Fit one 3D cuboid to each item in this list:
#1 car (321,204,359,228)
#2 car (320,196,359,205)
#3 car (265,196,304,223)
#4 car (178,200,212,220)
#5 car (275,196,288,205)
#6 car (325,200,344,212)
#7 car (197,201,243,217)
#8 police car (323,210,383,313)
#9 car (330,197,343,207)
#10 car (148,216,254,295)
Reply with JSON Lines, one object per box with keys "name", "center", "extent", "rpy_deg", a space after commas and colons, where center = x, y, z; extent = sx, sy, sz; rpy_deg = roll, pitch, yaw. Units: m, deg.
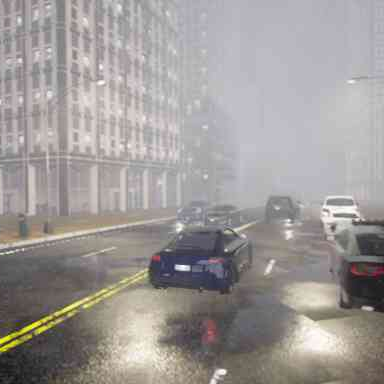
{"name": "car", "center": [7.593, 1.572, 16.729], "extent": [1.812, 1.442, 4.674], "rpy_deg": [0, 0, 21]}
{"name": "car", "center": [9.810, 1.286, 22.179], "extent": [2.150, 2.045, 5.566], "rpy_deg": [0, 0, 23]}
{"name": "car", "center": [7.362, 1.305, 26.778], "extent": [2.150, 2.045, 5.566], "rpy_deg": [0, 0, 24]}
{"name": "car", "center": [0.543, 1.457, 27.846], "extent": [2.097, 1.767, 4.553], "rpy_deg": [0, 0, 23]}
{"name": "car", "center": [17.402, 1.660, 64.664], "extent": [1.882, 1.535, 5.008], "rpy_deg": [0, 0, 22]}
{"name": "car", "center": [17.741, 1.710, 41.346], "extent": [1.895, 1.301, 4.718], "rpy_deg": [0, 0, 26]}
{"name": "car", "center": [2.256, 1.592, 23.571], "extent": [1.837, 1.490, 4.892], "rpy_deg": [0, 0, 23]}
{"name": "police car", "center": [4.260, 1.443, 7.680], "extent": [1.930, 1.638, 5.238], "rpy_deg": [0, 0, 19]}
{"name": "car", "center": [24.726, 1.611, 56.877], "extent": [1.882, 1.535, 5.008], "rpy_deg": [0, 0, 22]}
{"name": "car", "center": [0.447, 1.602, 9.037], "extent": [1.994, 1.385, 4.181], "rpy_deg": [0, 0, 19]}
